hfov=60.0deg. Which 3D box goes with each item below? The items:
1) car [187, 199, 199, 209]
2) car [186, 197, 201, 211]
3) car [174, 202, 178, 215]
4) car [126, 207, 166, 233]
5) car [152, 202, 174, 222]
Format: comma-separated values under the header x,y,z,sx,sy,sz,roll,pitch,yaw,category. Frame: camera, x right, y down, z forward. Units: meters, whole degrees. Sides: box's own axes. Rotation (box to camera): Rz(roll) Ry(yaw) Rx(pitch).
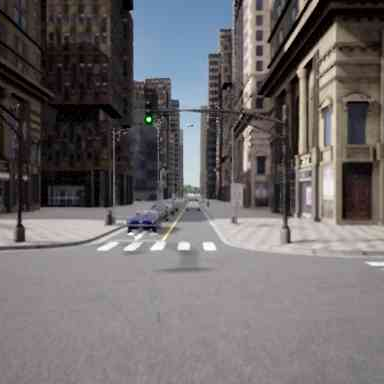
x,y,z,sx,sy,sz,roll,pitch,yaw,category
0.154,2.223,63.268,2.097,1.767,4.553,0,-1,0,car
0.210,1.948,52.844,2.150,2.045,5.566,0,-1,1,car
-3.012,2.086,40.701,1.812,1.442,4.674,0,-1,0,car
-3.061,1.906,22.042,1.895,1.301,4.718,0,-1,0,car
-3.045,1.938,31.372,1.837,1.490,4.892,0,-1,0,car
